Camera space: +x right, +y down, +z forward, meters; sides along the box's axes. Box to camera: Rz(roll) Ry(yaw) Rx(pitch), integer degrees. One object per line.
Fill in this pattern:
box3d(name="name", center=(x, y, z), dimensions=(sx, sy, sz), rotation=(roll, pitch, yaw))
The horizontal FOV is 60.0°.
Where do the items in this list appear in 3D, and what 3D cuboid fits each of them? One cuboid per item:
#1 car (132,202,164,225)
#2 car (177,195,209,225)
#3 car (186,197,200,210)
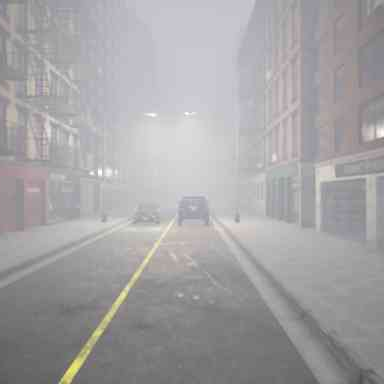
box3d(name="car", center=(-3.100, 1.526, 24.193), dimensions=(1.837, 1.490, 4.892), rotation=(0, 0, 0))
box3d(name="car", center=(0.100, 1.243, 24.379), dimensions=(2.150, 2.045, 5.566), rotation=(0, 0, 0))
box3d(name="car", center=(0.099, 1.528, 45.825), dimensions=(1.882, 1.535, 5.008), rotation=(0, 0, 0))
